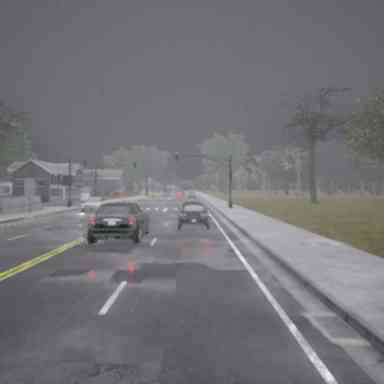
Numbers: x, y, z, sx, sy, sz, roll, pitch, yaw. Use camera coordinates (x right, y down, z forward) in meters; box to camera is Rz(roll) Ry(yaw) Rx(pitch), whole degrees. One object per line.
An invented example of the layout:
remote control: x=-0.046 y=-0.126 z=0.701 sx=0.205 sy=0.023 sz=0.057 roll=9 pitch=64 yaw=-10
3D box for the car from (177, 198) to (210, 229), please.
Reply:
car: x=0.093 y=1.352 z=20.188 sx=1.812 sy=1.442 sz=4.674 roll=0 pitch=1 yaw=0

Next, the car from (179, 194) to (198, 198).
car: x=0.023 y=1.236 z=31.269 sx=1.837 sy=1.490 sz=4.892 roll=0 pitch=0 yaw=1

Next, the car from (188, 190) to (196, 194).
car: x=-0.030 y=0.750 z=86.797 sx=1.994 sy=1.385 sz=4.181 roll=0 pitch=1 yaw=0

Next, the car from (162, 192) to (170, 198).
car: x=-6.530 y=0.742 z=84.939 sx=1.837 sy=1.490 sz=4.892 roll=0 pitch=1 yaw=0

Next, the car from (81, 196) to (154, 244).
car: x=-3.154 y=1.221 z=15.188 sx=2.097 sy=1.767 sz=4.553 roll=0 pitch=0 yaw=0

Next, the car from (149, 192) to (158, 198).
car: x=-9.780 y=0.720 z=84.938 sx=1.882 sy=1.535 sz=5.008 roll=0 pitch=1 yaw=0

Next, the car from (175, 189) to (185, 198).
car: x=-3.280 y=0.553 z=86.764 sx=2.097 sy=1.767 sz=4.553 roll=0 pitch=1 yaw=0
